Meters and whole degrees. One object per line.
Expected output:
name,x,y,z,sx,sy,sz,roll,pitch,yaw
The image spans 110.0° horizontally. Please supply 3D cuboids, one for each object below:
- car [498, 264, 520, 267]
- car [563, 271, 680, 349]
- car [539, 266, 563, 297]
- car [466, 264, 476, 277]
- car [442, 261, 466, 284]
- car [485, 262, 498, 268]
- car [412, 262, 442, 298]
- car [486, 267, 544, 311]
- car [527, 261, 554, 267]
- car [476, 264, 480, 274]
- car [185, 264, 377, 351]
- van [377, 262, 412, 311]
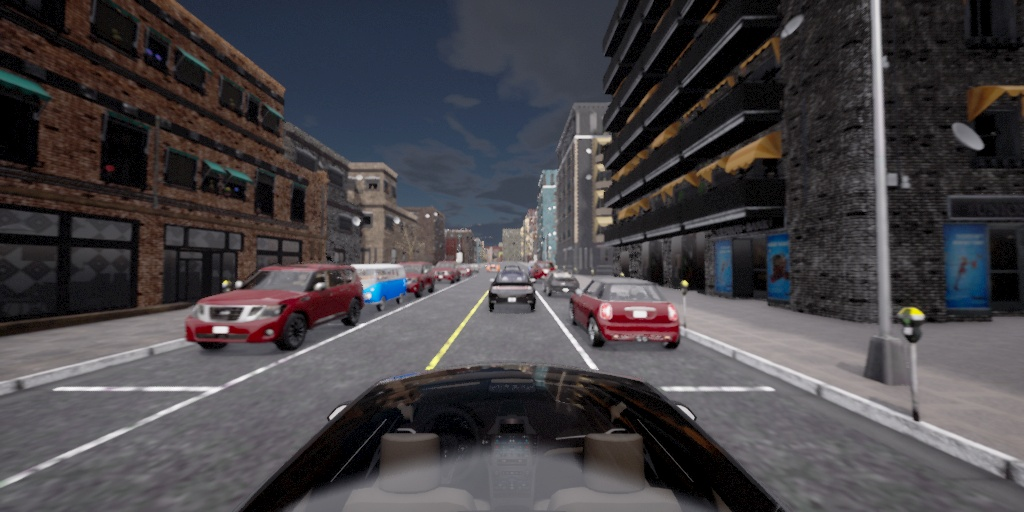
car,0.019,1.560,30.359,1.837,1.490,4.892,0,0,0
car,2.691,1.272,9.491,1.967,1.591,4.097,0,0,0
car,2.691,1.497,20.304,2.007,1.370,4.403,0,0,0
car,-5.691,1.614,41.939,1.967,1.591,4.097,0,0,0
car,-5.690,1.375,31.125,2.192,1.841,5.009,0,0,0
car,-3.021,1.698,58.521,2.097,1.767,4.553,0,0,0
car,-5.690,1.262,20.311,2.192,1.841,5.009,0,0,0
car,0.019,1.388,15.365,2.128,1.511,4.902,0,0,0
car,2.690,1.375,31.118,2.192,1.841,5.009,0,0,0
car,-5.692,1.837,52.753,2.007,1.370,4.403,0,0,0
car,-5.690,1.148,9.497,2.192,1.841,5.009,0,0,0
van,-5.690,1.231,14.904,1.690,1.789,3.998,0,0,0
